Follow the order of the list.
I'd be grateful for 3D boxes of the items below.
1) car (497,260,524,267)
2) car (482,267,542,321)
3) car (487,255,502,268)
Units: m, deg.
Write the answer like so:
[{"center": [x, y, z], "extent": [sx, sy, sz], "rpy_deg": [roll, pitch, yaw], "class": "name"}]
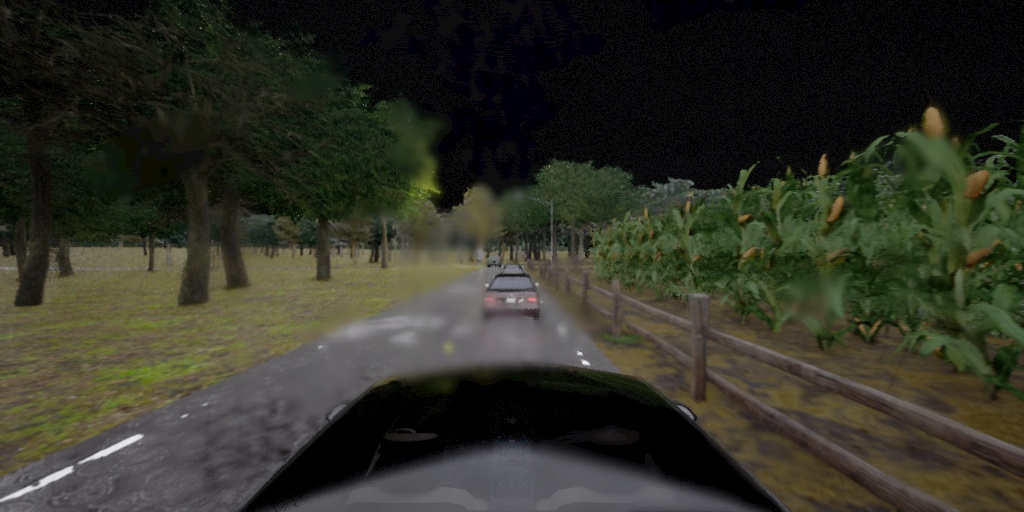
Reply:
[{"center": [0.047, 1.301, 29.766], "extent": [1.994, 1.385, 4.181], "rpy_deg": [0, 0, 1], "class": "car"}, {"center": [0.028, 1.298, 12.452], "extent": [2.033, 1.411, 5.357], "rpy_deg": [0, 0, 1], "class": "car"}, {"center": [-2.782, 0.896, 57.585], "extent": [2.150, 2.045, 5.566], "rpy_deg": [0, 0, 1], "class": "car"}]
